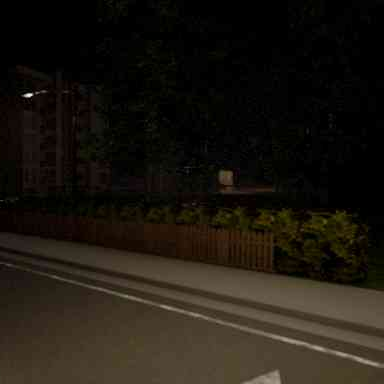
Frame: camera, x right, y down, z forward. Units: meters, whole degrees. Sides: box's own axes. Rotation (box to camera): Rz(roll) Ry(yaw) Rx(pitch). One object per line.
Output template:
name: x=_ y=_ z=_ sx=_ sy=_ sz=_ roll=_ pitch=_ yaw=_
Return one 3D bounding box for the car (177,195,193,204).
car: x=-1.852 y=1.219 z=56.237 sx=1.882 sy=1.535 sz=5.008 roll=1 pitch=0 yaw=36

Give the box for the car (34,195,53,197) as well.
car: x=-14.216 y=1.118 z=33.091 sx=2.097 sy=1.767 sz=4.553 roll=1 pitch=0 yaw=36
